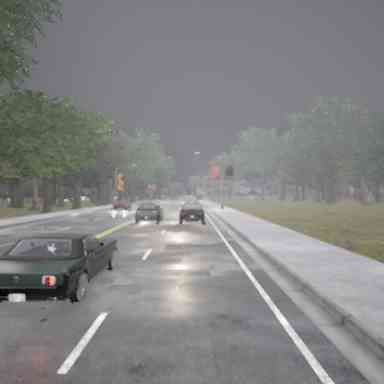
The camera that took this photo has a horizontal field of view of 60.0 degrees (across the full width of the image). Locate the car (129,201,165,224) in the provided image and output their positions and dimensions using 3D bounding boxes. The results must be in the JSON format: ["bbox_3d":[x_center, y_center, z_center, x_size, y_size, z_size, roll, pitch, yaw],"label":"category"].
[{"bbox_3d":[-3.246,1.625,25.999,2.128,1.511,4.902,0,0,0],"label":"car"}]

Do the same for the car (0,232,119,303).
[{"bbox_3d":[-3.178,1.645,8.262,1.895,1.301,4.718,0,0,0],"label":"car"}]

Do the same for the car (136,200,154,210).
[{"bbox_3d":[-6.706,1.877,47.526,1.895,1.301,4.718,0,0,0],"label":"car"}]

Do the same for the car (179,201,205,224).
[{"bbox_3d":[0.004,1.605,25.957,1.882,1.535,5.008,0,0,0],"label":"car"}]

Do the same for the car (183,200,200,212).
[{"bbox_3d":[-0.065,1.797,43.273,1.994,1.385,4.181,0,0,0],"label":"car"}]

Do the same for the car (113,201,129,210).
[{"bbox_3d":[-9.954,1.884,47.731,1.895,1.301,4.718,0,0,0],"label":"car"}]
